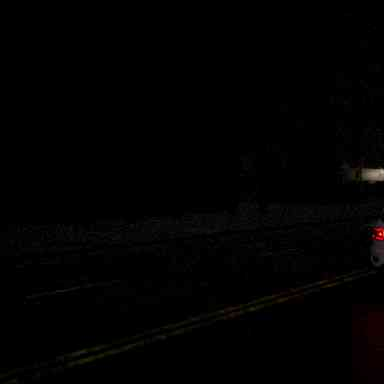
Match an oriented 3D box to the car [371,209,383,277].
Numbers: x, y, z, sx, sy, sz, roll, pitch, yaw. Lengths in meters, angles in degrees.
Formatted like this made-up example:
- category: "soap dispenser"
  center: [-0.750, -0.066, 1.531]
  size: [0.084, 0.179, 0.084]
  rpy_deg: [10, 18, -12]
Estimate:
- category: "car"
  center: [6.667, 1.071, 8.228]
  size: [5.566, 2.045, 2.150]
  rpy_deg: [-1, 0, -35]
